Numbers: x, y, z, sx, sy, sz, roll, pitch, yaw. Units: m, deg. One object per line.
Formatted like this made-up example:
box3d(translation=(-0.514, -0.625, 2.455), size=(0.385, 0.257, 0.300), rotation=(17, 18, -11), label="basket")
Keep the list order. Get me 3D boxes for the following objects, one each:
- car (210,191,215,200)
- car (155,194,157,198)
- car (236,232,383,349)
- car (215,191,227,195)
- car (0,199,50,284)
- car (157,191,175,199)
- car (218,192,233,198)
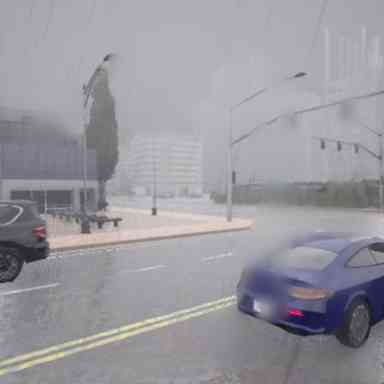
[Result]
box3d(translation=(5.530, 0.770, 70.677), size=(3.866, 1.878, 1.905), rotation=(-1, 0, -37), label="car")
box3d(translation=(-7.849, 0.777, 88.790), size=(4.605, 1.855, 1.932), rotation=(-1, 0, -37), label="car")
box3d(translation=(2.850, 1.476, 6.161), size=(4.674, 1.442, 1.812), rotation=(-1, 0, -37), label="car")
box3d(translation=(7.245, 1.009, 68.344), size=(3.806, 1.475, 1.970), rotation=(-1, 0, -37), label="car")
box3d(translation=(-6.444, 1.230, 8.039), size=(5.566, 2.045, 2.150), rotation=(-1, 1, -35), label="car")
box3d(translation=(-6.172, 0.779, 86.431), size=(3.866, 1.878, 1.905), rotation=(-1, 0, -37), label="car")
box3d(translation=(9.481, 0.863, 94.645), size=(3.806, 1.475, 1.970), rotation=(-1, 0, -37), label="car")
